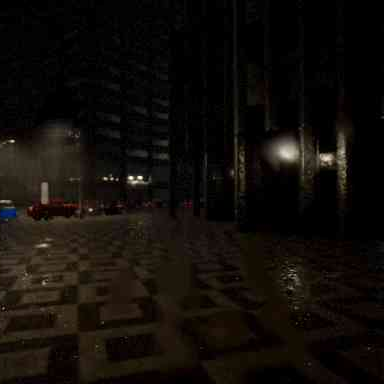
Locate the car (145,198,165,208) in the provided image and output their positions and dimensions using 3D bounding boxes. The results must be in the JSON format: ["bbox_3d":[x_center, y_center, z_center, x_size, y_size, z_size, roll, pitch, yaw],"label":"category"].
[{"bbox_3d":[-6.146,1.694,52.730,1.967,1.590,4.097,0,0,34],"label":"car"}]

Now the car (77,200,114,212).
[{"bbox_3d":[-12.524,1.804,43.428,1.887,1.381,4.507,0,0,34],"label":"car"}]

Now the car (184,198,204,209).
[{"bbox_3d":[0.871,1.636,47.887,1.967,1.590,4.097,0,0,34],"label":"car"}]

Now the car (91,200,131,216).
[{"bbox_3d":[-8.697,1.771,33.934,1.947,1.339,4.313,0,0,34],"label":"car"}]

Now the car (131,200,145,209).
[{"bbox_3d":[-9.335,1.838,48.079,1.802,1.307,4.206,0,0,34],"label":"car"}]

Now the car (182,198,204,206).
[{"bbox_3d":[0.234,1.796,62.031,2.008,1.369,4.403,0,0,34],"label":"car"}]

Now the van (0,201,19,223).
[{"bbox_3d":[-15.079,1.550,24.631,1.690,1.788,3.998,0,0,34],"label":"van"}]

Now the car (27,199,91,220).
[{"bbox_3d":[-11.889,1.523,29.284,2.192,1.841,5.009,0,0,34],"label":"car"}]
